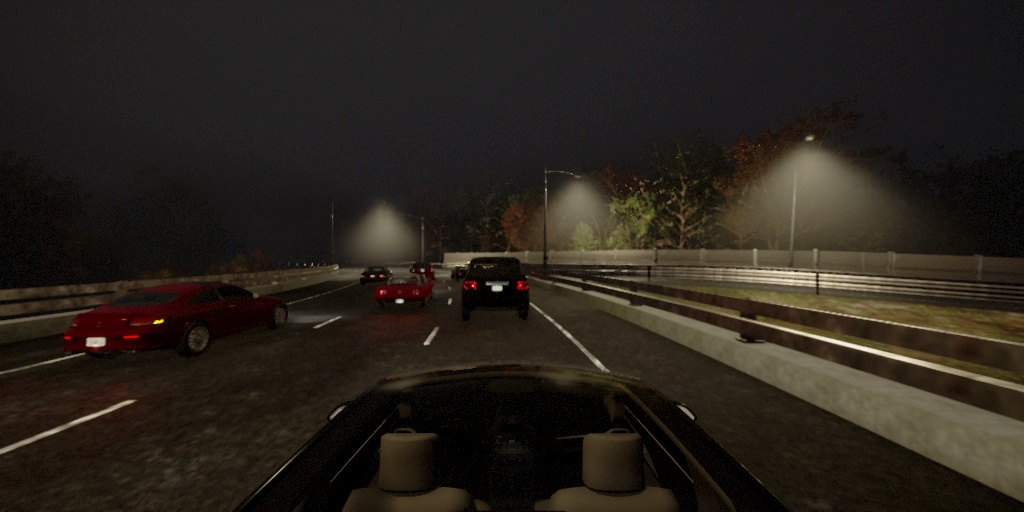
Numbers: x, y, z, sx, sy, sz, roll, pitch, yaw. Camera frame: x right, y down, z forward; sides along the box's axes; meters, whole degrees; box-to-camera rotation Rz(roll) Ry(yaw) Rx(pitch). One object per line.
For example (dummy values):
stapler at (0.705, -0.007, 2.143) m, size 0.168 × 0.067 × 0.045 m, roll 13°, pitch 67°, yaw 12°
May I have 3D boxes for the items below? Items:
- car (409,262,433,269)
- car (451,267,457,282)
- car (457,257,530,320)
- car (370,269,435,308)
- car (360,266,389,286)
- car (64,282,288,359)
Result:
car at (-8.270, 1.310, 32.710) m, size 2.097 × 1.767 × 4.553 m, roll 0°, pitch 0°, yaw -17°
car at (-4.338, 1.549, 31.970) m, size 1.895 × 1.301 × 4.718 m, roll 0°, pitch 0°, yaw -16°
car at (-0.727, 1.047, 13.170) m, size 2.150 × 2.045 × 5.566 m, roll 0°, pitch 0°, yaw -6°
car at (-4.579, 1.447, 15.909) m, size 1.895 × 1.301 × 4.718 m, roll 0°, pitch 0°, yaw -7°
car at (-10.387, 1.475, 27.568) m, size 2.033 × 1.411 × 5.357 m, roll 0°, pitch 0°, yaw -14°
car at (-7.329, 1.328, 8.484) m, size 1.812 × 1.442 × 4.674 m, roll 0°, pitch 0°, yaw -4°
